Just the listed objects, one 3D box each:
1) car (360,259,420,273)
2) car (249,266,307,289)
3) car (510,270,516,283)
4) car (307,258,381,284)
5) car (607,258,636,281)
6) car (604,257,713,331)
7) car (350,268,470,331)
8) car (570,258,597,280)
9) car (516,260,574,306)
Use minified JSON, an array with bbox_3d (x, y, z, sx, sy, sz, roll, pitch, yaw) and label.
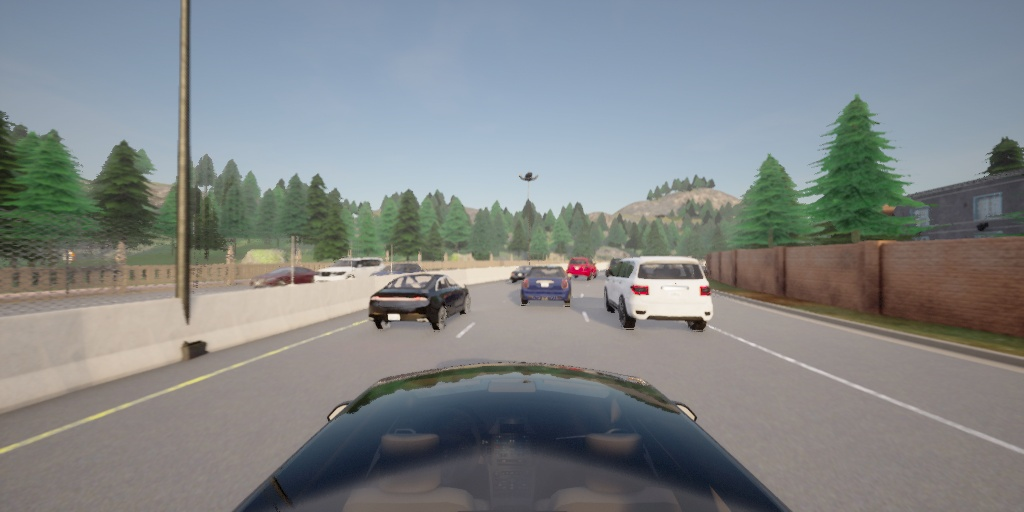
[{"bbox_3d":[-7.651,1.255,24.030,2.097,1.767,4.553,0,0,14],"label":"car"},{"bbox_3d":[-14.879,1.414,23.908,1.812,1.442,4.674,0,0,13],"label":"car"},{"bbox_3d":[1.408,1.511,29.996,2.033,1.411,5.357,0,0,18],"label":"car"},{"bbox_3d":[-11.058,1.126,25.075,2.150,2.045,5.566,0,0,14],"label":"car"},{"bbox_3d":[10.776,1.240,35.018,2.150,2.045,5.566,0,-1,23],"label":"car"},{"bbox_3d":[4.378,1.053,11.571,2.150,2.045,5.566,0,0,7],"label":"car"},{"bbox_3d":[-2.646,1.308,11.269,2.128,1.511,4.902,0,0,6],"label":"car"},{"bbox_3d":[6.809,1.229,34.568,2.150,2.045,5.566,0,-1,22],"label":"car"},{"bbox_3d":[1.693,1.215,16.637,2.097,1.767,4.553,0,-1,9],"label":"car"}]
